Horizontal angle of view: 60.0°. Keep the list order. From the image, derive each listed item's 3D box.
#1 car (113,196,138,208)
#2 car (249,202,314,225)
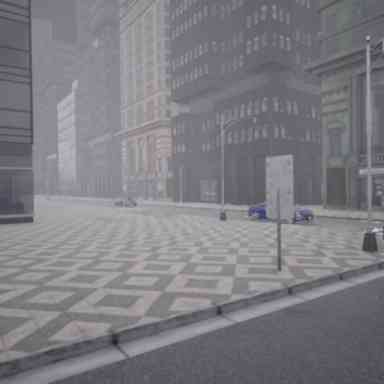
[{"bbox_3d":[-9.084,1.367,45.132,1.837,1.490,4.892,-1,1,-36],"label":"car"},{"bbox_3d":[6.234,1.382,23.656,1.882,1.535,5.008,-1,1,-35],"label":"car"}]
